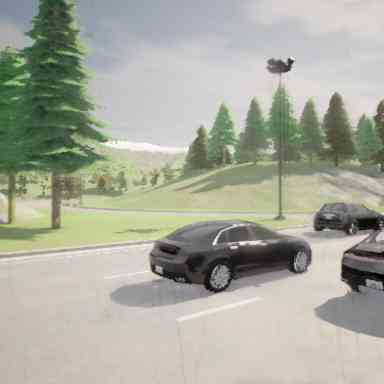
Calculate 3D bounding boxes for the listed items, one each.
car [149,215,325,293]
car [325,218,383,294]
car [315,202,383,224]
[{"bbox_3d":[1.236,1.506,8.921,4.892,1.490,1.837,0,0,-35],"label":"car"},{"bbox_3d":[5.344,1.492,7.551,4.902,1.511,2.128,0,0,-35],"label":"car"},{"bbox_3d":[8.893,1.353,18.676,4.553,1.767,2.097,0,0,-35],"label":"car"}]
